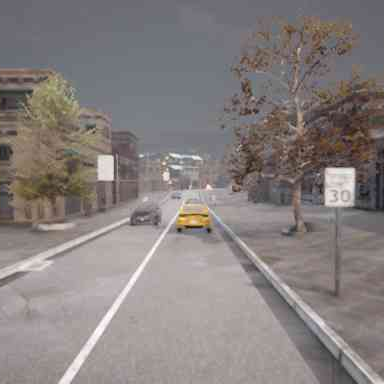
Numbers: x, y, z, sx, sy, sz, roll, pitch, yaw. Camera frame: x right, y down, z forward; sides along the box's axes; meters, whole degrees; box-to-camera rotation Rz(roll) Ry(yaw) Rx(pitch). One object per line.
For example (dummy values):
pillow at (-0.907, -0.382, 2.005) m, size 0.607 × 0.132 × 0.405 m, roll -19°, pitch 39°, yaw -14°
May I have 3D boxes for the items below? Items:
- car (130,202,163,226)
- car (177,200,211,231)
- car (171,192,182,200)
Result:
car at (-3.090, 1.492, 23.242) m, size 1.837 × 1.490 × 4.892 m, roll 0°, pitch 0°, yaw 0°
car at (0.106, 1.467, 20.421) m, size 1.882 × 1.535 × 5.008 m, roll 0°, pitch 0°, yaw 0°
car at (-2.984, 0.662, 65.202) m, size 2.033 × 1.411 × 5.357 m, roll 0°, pitch 5°, yaw 0°
